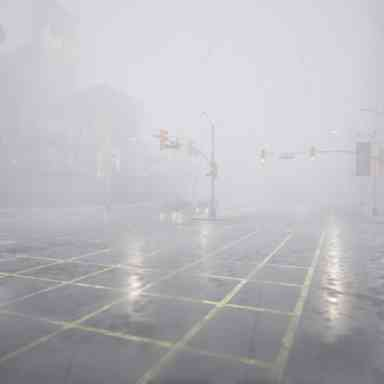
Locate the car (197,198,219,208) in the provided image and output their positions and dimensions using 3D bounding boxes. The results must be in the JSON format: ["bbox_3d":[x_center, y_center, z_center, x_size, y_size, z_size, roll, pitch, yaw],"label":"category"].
[{"bbox_3d":[2.343,1.598,48.697,1.895,1.301,4.718,0,0,23],"label":"car"}]

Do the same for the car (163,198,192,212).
[{"bbox_3d":[-1.650,1.476,39.295,1.882,1.535,5.008,0,0,25],"label":"car"}]
